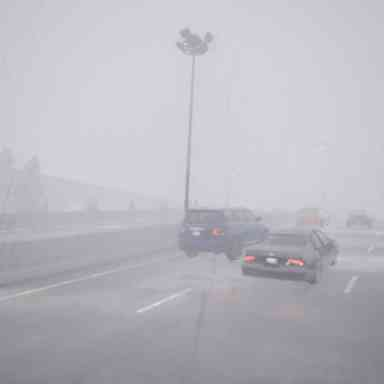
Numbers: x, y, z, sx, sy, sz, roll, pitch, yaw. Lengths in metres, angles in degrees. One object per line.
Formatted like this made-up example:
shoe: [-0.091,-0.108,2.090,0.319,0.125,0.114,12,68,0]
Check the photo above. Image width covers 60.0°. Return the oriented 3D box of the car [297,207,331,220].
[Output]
car: [10.684,2.110,29.054,2.097,1.767,4.553,-2,-2,32]

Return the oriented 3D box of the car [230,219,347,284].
car: [3.353,1.837,10.590,2.033,1.411,5.357,-2,-2,32]

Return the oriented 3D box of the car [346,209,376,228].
car: [14.414,2.216,28.421,1.812,1.442,4.674,-2,-2,32]

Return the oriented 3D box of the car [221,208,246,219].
car: [6.103,3.104,48.389,1.837,1.490,4.892,-2,-4,32]

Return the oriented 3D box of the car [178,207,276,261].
car: [1.587,1.651,14.398,2.150,2.045,5.566,-2,-2,32]

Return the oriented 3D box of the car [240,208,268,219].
car: [8.620,2.978,45.822,2.033,1.411,5.357,-2,-4,32]

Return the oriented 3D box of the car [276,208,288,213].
car: [11.135,2.801,43.260,1.837,1.490,4.892,-2,-4,32]
